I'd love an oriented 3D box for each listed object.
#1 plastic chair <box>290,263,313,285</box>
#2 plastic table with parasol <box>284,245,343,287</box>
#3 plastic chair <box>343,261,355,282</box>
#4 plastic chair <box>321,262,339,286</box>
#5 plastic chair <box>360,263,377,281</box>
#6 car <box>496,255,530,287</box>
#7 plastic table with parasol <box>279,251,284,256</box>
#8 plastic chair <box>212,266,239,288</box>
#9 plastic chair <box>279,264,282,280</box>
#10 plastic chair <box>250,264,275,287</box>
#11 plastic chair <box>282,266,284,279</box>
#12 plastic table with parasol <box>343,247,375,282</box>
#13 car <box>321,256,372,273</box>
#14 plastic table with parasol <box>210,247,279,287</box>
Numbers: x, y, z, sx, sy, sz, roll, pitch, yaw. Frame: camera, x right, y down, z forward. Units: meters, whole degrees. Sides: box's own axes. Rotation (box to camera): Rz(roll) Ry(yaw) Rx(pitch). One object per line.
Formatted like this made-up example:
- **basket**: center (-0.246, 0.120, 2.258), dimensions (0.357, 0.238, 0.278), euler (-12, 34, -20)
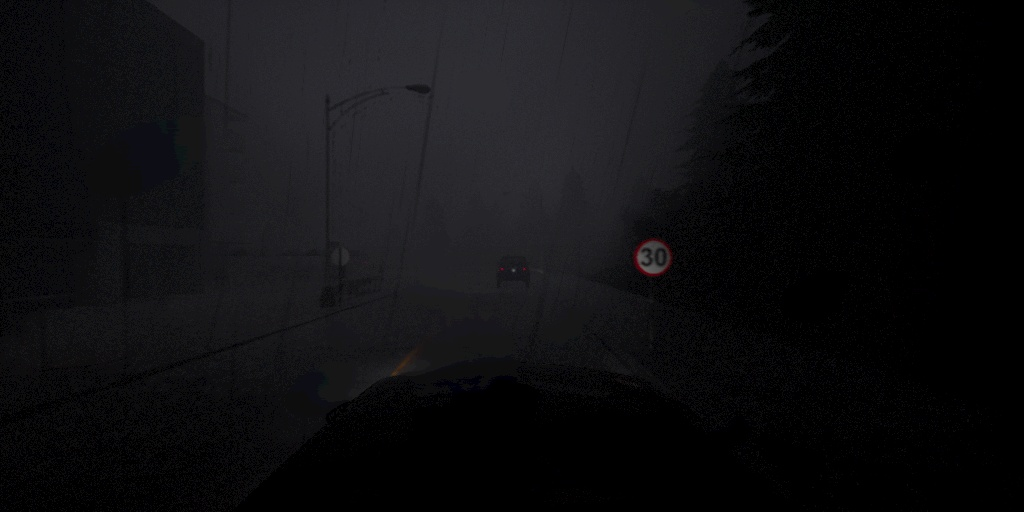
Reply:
- **plastic chair**: center (-14.251, 1.276, 24.304), dimensions (0.750, 1.272, 0.730), euler (0, 0, 0)
- **plastic table with parasol**: center (-14.091, 0.672, 25.584), dimensions (2.482, 2.480, 2.482), euler (0, 0, 0)
- **plastic chair**: center (-13.532, 1.275, 29.134), dimensions (0.750, 1.272, 0.730), euler (0, 0, 0)
- **plastic chair**: center (-12.841, 1.276, 25.464), dimensions (0.730, 1.272, 0.750), euler (0, 0, 0)
- **plastic chair**: center (-12.122, 1.275, 30.294), dimensions (0.730, 1.272, 0.750), euler (0, 0, 0)
- **car**: center (0.076, 0.969, 24.674), dimensions (2.150, 2.045, 5.566), euler (0, 0, 0)
- **plastic table with parasol**: center (-17.682, 0.671, 28.983), dimensions (2.482, 2.480, 2.482), euler (0, 0, 0)
- **plastic chair**: center (-17.300, 1.276, 21.663), dimensions (0.750, 1.272, 0.730), euler (0, 0, 0)
- **plastic chair**: center (-17.861, 1.275, 27.875), dimensions (0.750, 1.272, 0.730), euler (0, 0, 0)
- **plastic chair**: center (-15.890, 1.276, 22.823), dimensions (0.730, 1.272, 0.750), euler (0, 0, 0)
- **plastic chair**: center (-15.501, 1.276, 25.393), dimensions (0.730, 1.272, 0.750), euler (0, 0, 10)
- **plastic table with parasol**: center (-13.372, 0.671, 30.444), dimensions (2.482, 2.480, 2.482), euler (0, 0, 0)
- **car**: center (-19.506, 0.966, 42.460), dimensions (5.566, 2.045, 2.150), euler (0, 0, -3)
- **plastic table with parasol**: center (-17.150, 0.672, 22.943), dimensions (2.482, 2.480, 2.482), euler (0, 0, 0)
